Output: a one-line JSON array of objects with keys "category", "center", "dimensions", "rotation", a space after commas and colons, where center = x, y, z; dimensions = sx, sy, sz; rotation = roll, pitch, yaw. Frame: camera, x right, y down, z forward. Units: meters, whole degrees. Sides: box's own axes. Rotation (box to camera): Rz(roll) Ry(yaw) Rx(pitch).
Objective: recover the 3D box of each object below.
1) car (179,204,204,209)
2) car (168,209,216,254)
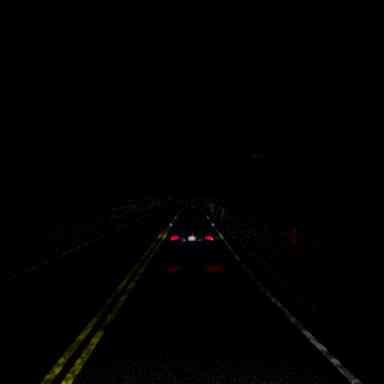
[{"category": "car", "center": [-0.029, 1.786, 29.316], "dimensions": [1.837, 1.490, 4.892], "rotation": [0, 0, 0]}, {"category": "car", "center": [-0.004, 1.681, 14.008], "dimensions": [2.033, 1.411, 5.357], "rotation": [0, -1, 0]}]
